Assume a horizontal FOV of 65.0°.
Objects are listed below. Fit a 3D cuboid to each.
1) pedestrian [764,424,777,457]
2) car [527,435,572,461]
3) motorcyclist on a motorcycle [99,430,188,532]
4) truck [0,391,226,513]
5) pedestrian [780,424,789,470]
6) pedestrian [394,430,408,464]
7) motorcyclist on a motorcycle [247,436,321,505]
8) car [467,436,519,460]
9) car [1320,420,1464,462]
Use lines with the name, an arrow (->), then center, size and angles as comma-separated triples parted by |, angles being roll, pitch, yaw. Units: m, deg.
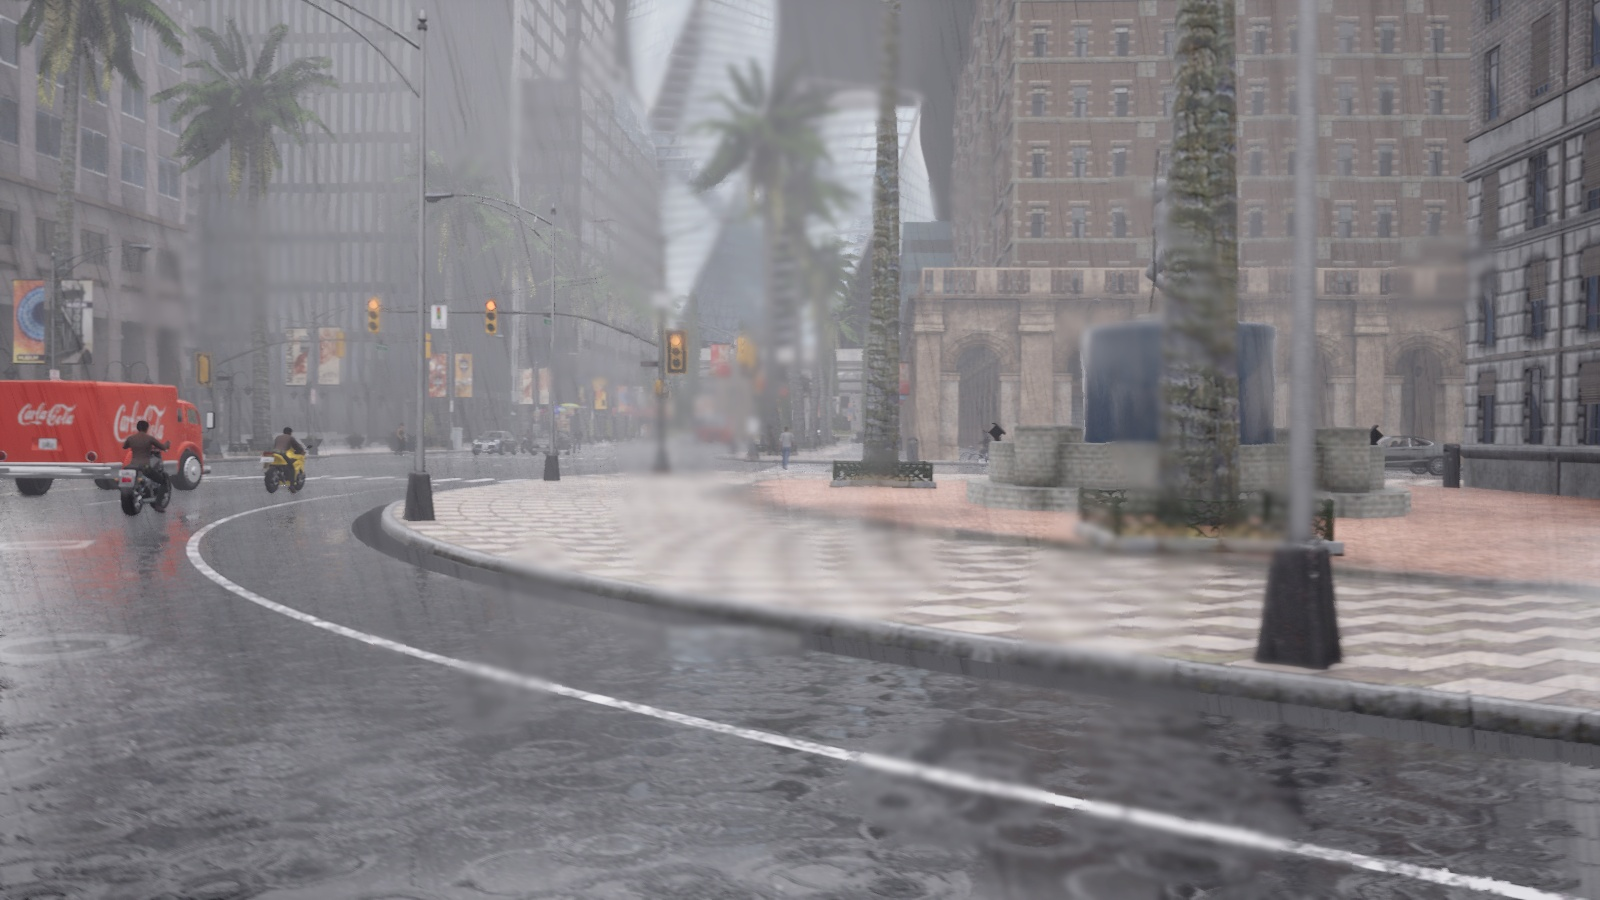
pedestrian -> -1.724, -0.543, 73.045 | 0.396, 1.930, 0.692 | 0, 1, 34
car -> -15.435, -0.160, 77.466 | 1.789, 1.549, 3.705 | 0, 1, 4
motorcyclist on a motorcycle -> -11.313, 0.498, 21.729 | 0.766, 1.649, 2.350 | -1, 1, -13
truck -> -15.387, 0.014, 28.146 | 2.627, 2.467, 5.204 | 0, 1, 0
pedestrian -> -0.636, -0.138, 50.921 | 0.354, 1.836, 0.706 | -1, 1, -2
pedestrian -> -22.048, -0.172, 69.385 | 0.594, 1.836, 0.345 | 0, 1, 21
motorcyclist on a motorcycle -> -11.869, 0.441, 28.952 | 0.797, 1.523, 2.044 | 0, 1, 1
car -> -18.922, -0.145, 77.579 | 1.970, 1.475, 3.806 | 0, 1, 5
car -> 24.749, -0.384, 52.662 | 5.027, 1.651, 2.152 | 0, 1, 4
